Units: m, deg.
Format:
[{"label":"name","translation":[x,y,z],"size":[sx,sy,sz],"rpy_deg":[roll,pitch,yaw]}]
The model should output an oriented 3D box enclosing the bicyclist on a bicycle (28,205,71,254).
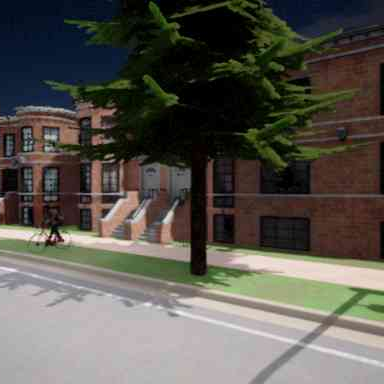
[{"label":"bicyclist on a bicycle","translation":[-4.840,1.263,11.399],"size":[0.582,1.620,1.656],"rpy_deg":[0,-1,33]}]
